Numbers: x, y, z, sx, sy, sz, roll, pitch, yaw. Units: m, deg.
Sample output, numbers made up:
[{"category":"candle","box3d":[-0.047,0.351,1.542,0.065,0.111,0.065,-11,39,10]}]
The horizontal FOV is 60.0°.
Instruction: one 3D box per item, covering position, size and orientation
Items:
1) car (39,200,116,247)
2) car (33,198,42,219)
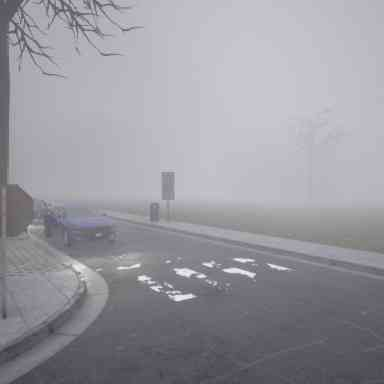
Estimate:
[{"category":"car","box3d":[-4.919,1.278,14.316,1.882,1.535,5.008,0,1,-36]},{"category":"car","box3d":[-10.737,1.172,22.410,1.812,1.442,4.674,0,1,-36]}]
